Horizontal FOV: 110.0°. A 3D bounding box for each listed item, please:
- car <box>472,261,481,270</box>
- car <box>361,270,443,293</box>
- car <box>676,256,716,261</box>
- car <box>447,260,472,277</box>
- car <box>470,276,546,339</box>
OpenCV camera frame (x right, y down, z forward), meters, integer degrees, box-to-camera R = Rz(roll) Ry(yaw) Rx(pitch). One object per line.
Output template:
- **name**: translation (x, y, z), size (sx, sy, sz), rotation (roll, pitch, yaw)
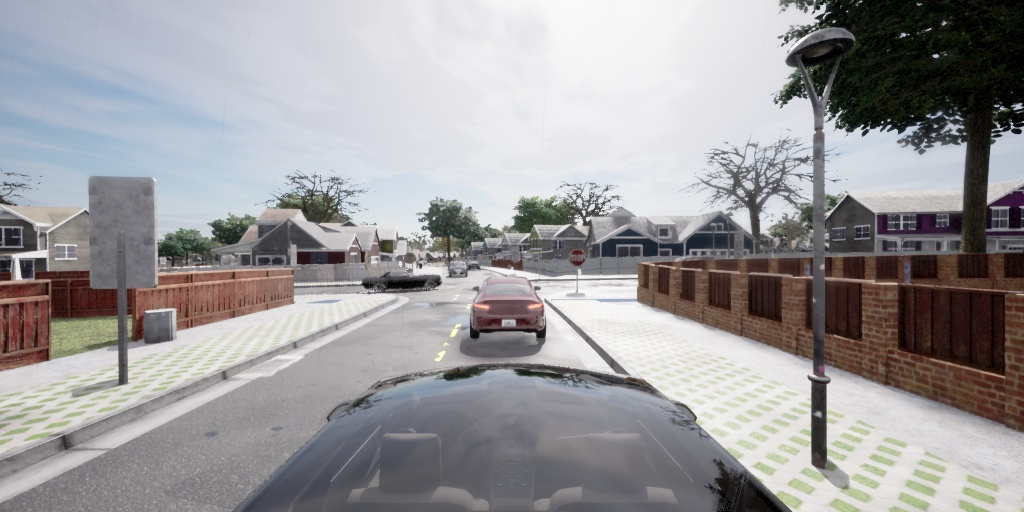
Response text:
- **car**: translation (-6.154, 1.493, 56.888), size (1.812, 1.442, 4.674), rotation (0, 0, -12)
- **car**: translation (-6.718, 1.500, 22.274), size (4.718, 1.301, 1.895), rotation (-1, 1, -16)
- **car**: translation (11.902, 0.814, 24.527), size (4.553, 1.767, 2.097), rotation (-1, 1, 4)
- **car**: translation (-5.532, 1.351, 37.066), size (2.128, 1.511, 4.902), rotation (0, 0, -8)
- **car**: translation (-0.136, 1.280, 10.022), size (1.812, 1.442, 4.674), rotation (0, 0, -2)
